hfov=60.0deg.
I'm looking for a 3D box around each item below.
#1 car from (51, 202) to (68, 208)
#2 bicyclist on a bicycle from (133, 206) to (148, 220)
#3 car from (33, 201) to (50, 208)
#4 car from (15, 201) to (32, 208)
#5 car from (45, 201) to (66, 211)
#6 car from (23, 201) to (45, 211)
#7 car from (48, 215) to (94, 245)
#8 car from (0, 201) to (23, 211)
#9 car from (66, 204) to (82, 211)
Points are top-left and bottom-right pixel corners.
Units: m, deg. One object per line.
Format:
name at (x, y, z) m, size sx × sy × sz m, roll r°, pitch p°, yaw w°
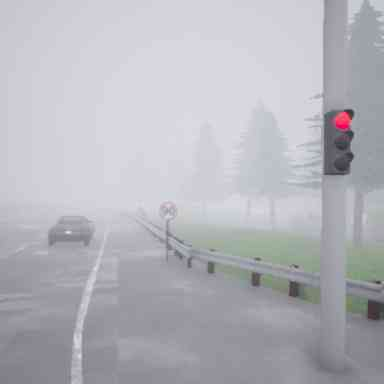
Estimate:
car at (-28.356, 2.799, 70.982) m, size 1.895 × 1.301 × 4.718 m, roll 3°, pitch -2°, yaw -42°
bicyclist on a bicycle at (-5.591, 2.375, 36.347) m, size 1.656 × 1.620 × 0.582 m, roll 5°, pitch -2°, yaw -13°
car at (-31.062, 2.613, 68.772) m, size 1.812 × 1.442 × 4.674 m, roll 3°, pitch -2°, yaw -42°
car at (-33.811, 2.571, 66.601) m, size 1.895 × 1.301 × 4.718 m, roll 3°, pitch -2°, yaw -42°
car at (-25.000, 2.643, 60.327) m, size 2.128 × 1.511 × 4.902 m, roll 2°, pitch -2°, yaw -35°
car at (-27.722, 2.513, 58.089) m, size 1.882 × 1.535 × 5.008 m, roll 2°, pitch -2°, yaw -35°
car at (-6.350, 1.930, 17.781) m, size 1.994 × 1.385 × 4.181 m, roll 2°, pitch -2°, yaw -13°
car at (-30.342, 2.465, 55.710) m, size 2.033 × 1.411 × 5.357 m, roll 2°, pitch -2°, yaw -35°
car at (-22.298, 2.868, 62.586) m, size 1.895 × 1.301 × 4.718 m, roll 2°, pitch -2°, yaw -35°
